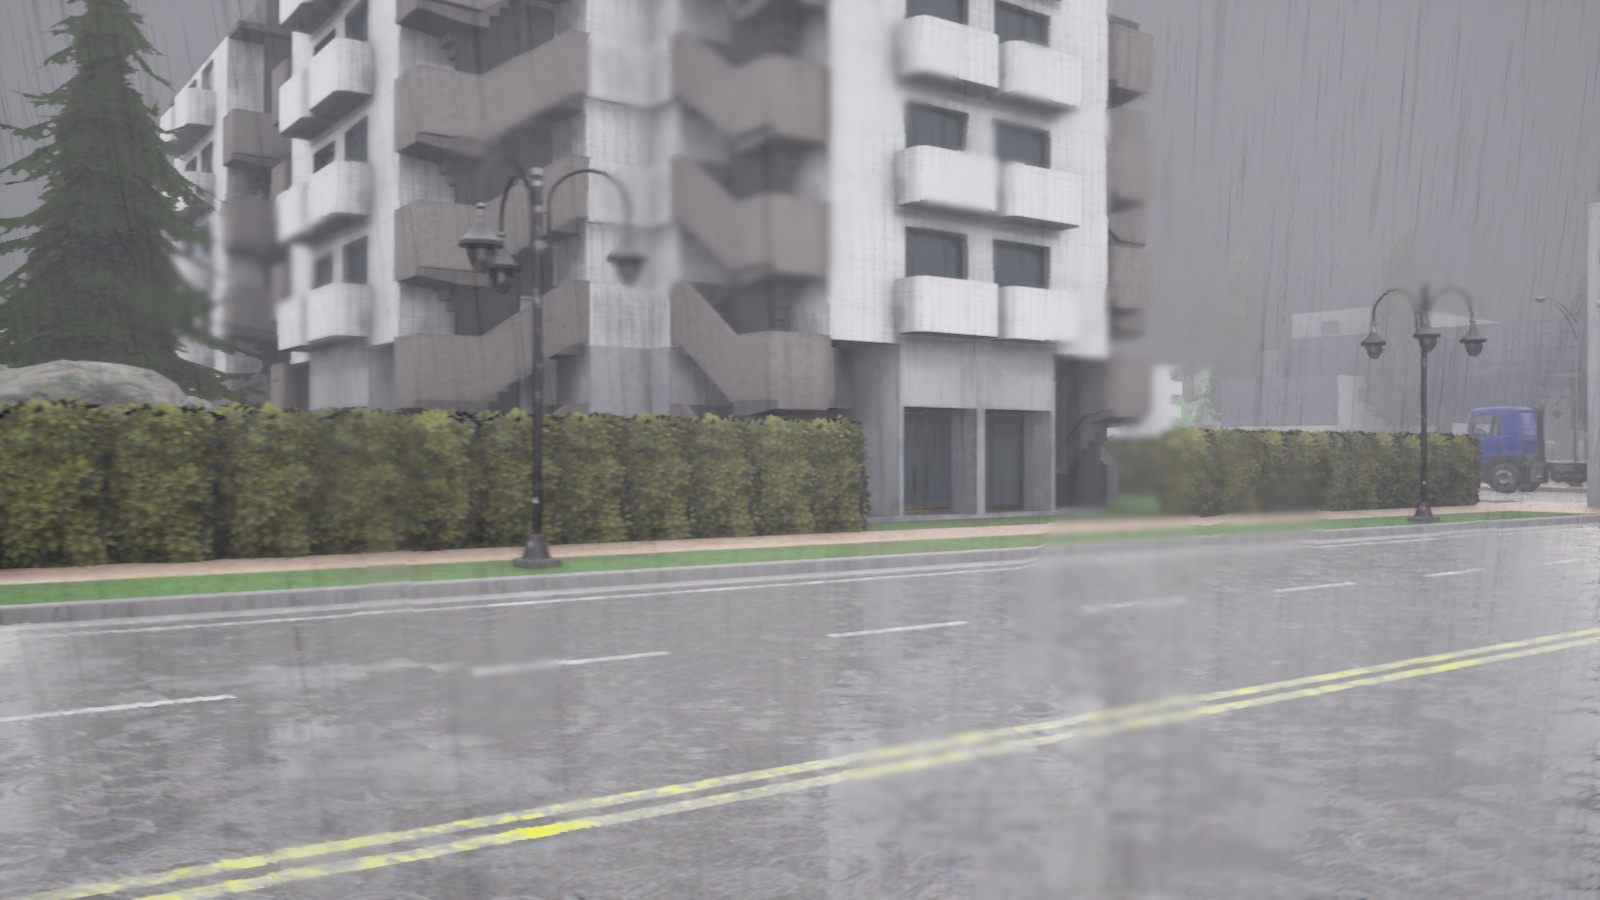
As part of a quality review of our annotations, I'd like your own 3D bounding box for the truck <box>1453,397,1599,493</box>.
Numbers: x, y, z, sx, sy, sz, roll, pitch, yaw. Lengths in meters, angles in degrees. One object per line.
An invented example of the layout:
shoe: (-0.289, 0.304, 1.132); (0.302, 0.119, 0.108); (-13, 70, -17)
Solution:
truck: (29.383, -0.183, 47.322); (2.891, 3.462, 7.936); (0, 0, -44)
